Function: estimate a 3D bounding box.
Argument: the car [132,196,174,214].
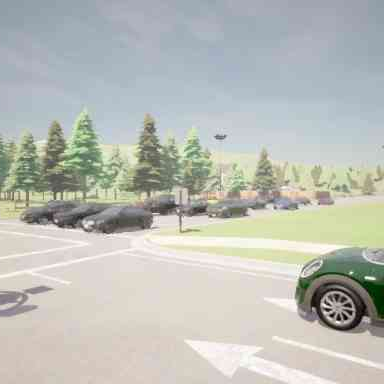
[{"bbox_3d":[-4.300,1.352,36.934,2.097,1.767,4.553,0,0,36],"label":"car"}]

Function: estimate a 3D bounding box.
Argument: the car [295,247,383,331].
[{"bbox_3d":[4.081,1.352,5.378,4.553,1.767,2.097,0,0,36],"label":"car"}]

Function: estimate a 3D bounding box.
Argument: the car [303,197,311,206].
[{"bbox_3d":[18.770,1.526,56.384,1.812,1.442,4.674,0,0,37],"label":"car"}]

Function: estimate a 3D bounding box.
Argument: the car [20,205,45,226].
[{"bbox_3d":[-9.735,1.505,23.970,1.837,1.490,4.892,0,0,39],"label":"car"}]

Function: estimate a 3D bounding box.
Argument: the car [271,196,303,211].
[{"bbox_3d":[11.577,1.526,40.808,1.812,1.442,4.674,0,0,36],"label":"car"}]

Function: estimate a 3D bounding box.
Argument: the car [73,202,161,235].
[{"bbox_3d":[-4.167,1.525,19.218,1.812,1.442,4.674,0,0,35],"label":"car"}]

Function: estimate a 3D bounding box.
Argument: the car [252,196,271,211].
[{"bbox_3d":[7.700,1.526,41.448,1.812,1.442,4.674,0,0,36],"label":"car"}]

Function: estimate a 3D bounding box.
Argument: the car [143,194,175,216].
[{"bbox_3d":[-2.419,1.219,33.579,2.150,2.045,5.566,0,0,36],"label":"car"}]

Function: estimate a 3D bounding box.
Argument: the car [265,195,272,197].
[{"bbox_3d":[13.894,1.404,61.547,2.097,1.767,4.553,0,0,36],"label":"car"}]

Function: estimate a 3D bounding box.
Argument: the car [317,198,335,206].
[{"bbox_3d":[22.340,1.608,55.308,1.994,1.385,4.181,0,0,36],"label":"car"}]

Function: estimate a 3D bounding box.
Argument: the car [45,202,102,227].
[{"bbox_3d":[-6.644,1.478,21.907,1.882,1.535,5.008,0,0,36],"label":"car"}]

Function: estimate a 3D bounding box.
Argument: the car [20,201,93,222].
[{"bbox_3d":[-11.130,1.548,27.726,2.033,1.411,5.357,0,0,38],"label":"car"}]

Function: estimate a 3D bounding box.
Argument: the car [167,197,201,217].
[{"bbox_3d":[0.259,1.492,31.315,2.128,1.511,4.902,0,0,36],"label":"car"}]

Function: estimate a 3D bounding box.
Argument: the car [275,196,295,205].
[{"bbox_3d":[16.658,1.528,59.398,1.837,1.490,4.892,0,0,36],"label":"car"}]

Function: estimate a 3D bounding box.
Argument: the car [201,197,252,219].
[{"bbox_3d":[3.132,1.352,29.315,2.097,1.767,4.553,0,0,36],"label":"car"}]

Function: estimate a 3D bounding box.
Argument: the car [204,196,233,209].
[{"bbox_3d":[3.921,1.478,48.121,1.882,1.535,5.008,0,1,36],"label":"car"}]

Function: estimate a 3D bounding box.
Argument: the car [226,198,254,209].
[{"bbox_3d":[6.676,1.564,45.956,1.994,1.385,4.181,0,0,36],"label":"car"}]
